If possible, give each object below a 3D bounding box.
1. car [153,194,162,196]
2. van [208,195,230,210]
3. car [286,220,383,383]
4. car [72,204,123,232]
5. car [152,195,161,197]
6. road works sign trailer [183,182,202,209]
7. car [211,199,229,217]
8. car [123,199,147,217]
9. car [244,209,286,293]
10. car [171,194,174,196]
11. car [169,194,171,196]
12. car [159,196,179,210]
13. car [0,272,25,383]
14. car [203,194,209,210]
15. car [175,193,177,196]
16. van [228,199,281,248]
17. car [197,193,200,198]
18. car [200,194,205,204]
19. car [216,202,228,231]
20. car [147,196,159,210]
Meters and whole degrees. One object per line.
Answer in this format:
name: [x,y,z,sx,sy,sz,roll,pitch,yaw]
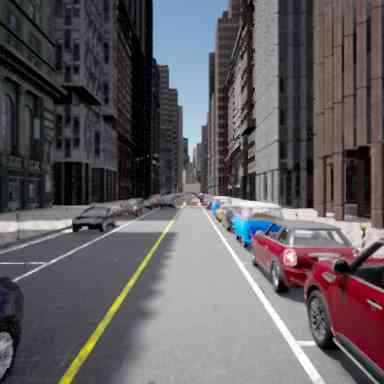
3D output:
car: [-5.781,1.323,53.939,2.192,1.841,5.009,0,0,0]
van: [2.753,1.342,31.405,1.690,1.788,3.998,0,0,0]
car: [2.765,1.315,3.222,2.192,1.841,5.009,0,0,0]
car: [-5.768,1.565,20.122,1.947,1.339,4.313,0,0,0]
car: [-5.780,1.551,48.303,1.887,1.381,4.507,0,0,0]
road works sign trailer: [-0.003,0.470,46.040,2.380,3.560,2.880,0,0,0]
car: [2.754,1.525,25.938,1.752,1.417,4.829,0,0,0]
car: [-5.772,1.440,31.395,1.967,1.590,4.097,0,0,0]
car: [2.762,1.440,8.859,1.967,1.590,4.097,0,0,0]
car: [-5.791,1.568,76.485,2.008,1.369,4.403,0,0,0]
car: [-5.786,1.453,65.212,1.967,1.590,4.097,0,0,0]
car: [-3.110,1.605,43.654,1.895,1.301,4.718,0,0,0]
car: [-3.102,1.505,2.438,1.837,1.490,4.892,0,0,0]
car: [2.748,1.444,42.678,1.967,1.590,4.097,0,0,0]
car: [-5.795,1.462,87.757,1.967,1.590,4.097,0,0,0]
van: [2.760,1.340,14.496,1.690,1.788,3.998,0,0,0]
car: [2.737,1.330,70.863,2.192,1.841,5.009,0,0,0]
car: [2.743,1.449,53.952,1.967,1.590,4.097,0,0,0]
car: [2.757,1.550,20.132,2.008,1.369,4.403,0,0,0]
car: [-5.778,1.570,42.666,1.947,1.339,4.313,0,0,0]
